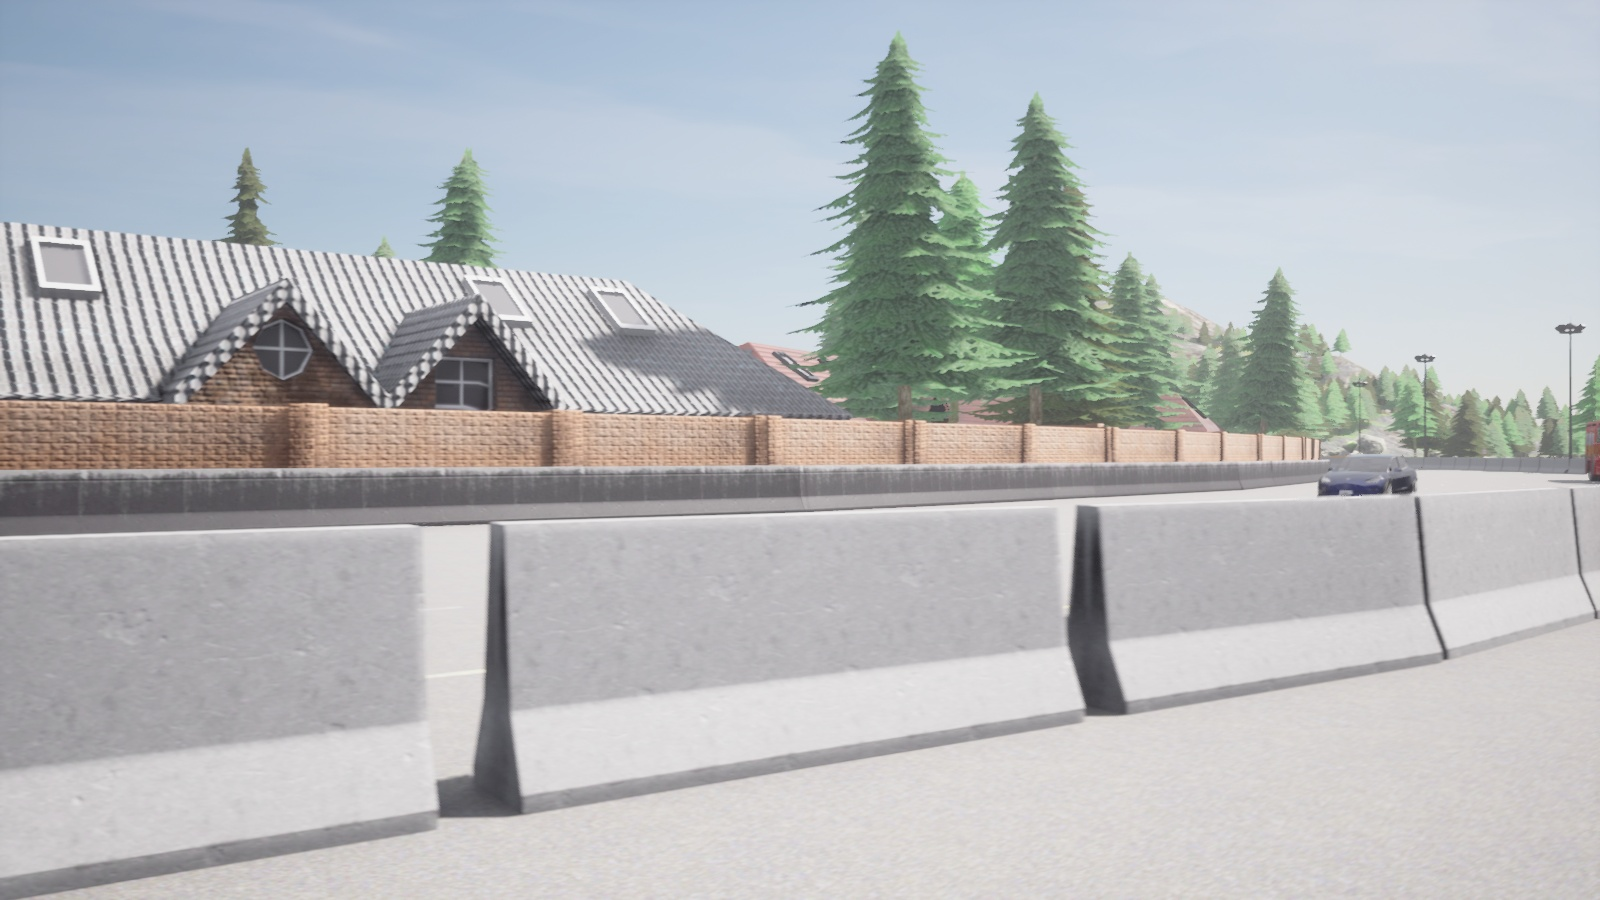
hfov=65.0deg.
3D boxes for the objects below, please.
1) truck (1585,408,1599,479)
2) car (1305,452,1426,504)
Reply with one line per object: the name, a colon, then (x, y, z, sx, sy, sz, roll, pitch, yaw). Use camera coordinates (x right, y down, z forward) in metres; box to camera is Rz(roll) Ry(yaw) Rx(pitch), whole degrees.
truck: (44.595, -0.343, 67.641, 2.891, 3.827, 8.468, 0, 0, 25)
car: (17.523, 0.806, 38.789, 2.163, 1.488, 4.792, 0, 0, 40)
